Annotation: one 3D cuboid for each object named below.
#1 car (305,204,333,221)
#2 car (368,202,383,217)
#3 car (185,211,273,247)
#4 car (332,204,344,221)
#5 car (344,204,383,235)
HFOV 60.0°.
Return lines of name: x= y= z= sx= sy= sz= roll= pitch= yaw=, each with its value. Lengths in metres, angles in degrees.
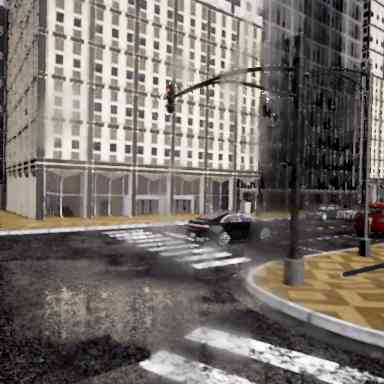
car: x=11.765 y=1.720 z=29.314 sx=4.403 sy=1.369 sz=2.008 roll=1 pitch=1 yaw=-34
car: x=20.981 y=1.785 z=35.621 sx=4.829 sy=1.417 sz=1.752 roll=1 pitch=1 yaw=-34
car: x=1.941 y=1.675 z=16.134 sx=4.902 sy=1.511 sz=2.128 roll=0 pitch=1 yaw=-39
car: x=14.332 y=1.846 z=28.087 sx=4.718 sy=1.301 sz=1.895 roll=1 pitch=1 yaw=-34
car: x=11.540 y=1.646 z=19.606 sx=5.009 sy=1.841 sz=2.192 roll=1 pitch=1 yaw=-34
